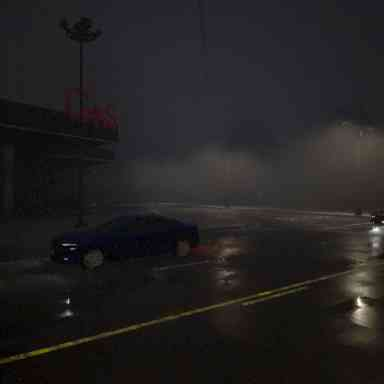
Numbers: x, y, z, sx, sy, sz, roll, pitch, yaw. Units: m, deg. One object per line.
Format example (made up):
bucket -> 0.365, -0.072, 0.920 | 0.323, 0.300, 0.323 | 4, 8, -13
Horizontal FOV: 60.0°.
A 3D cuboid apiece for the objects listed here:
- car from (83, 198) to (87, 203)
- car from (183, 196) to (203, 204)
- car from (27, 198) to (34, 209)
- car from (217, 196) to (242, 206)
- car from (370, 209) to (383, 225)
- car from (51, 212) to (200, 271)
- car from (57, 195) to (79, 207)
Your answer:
car -> -24.031, 1.524, 68.222 | 4.674, 1.442, 1.812 | 0, 0, -36
car -> 0.210, 1.477, 64.980 | 1.882, 1.535, 5.008 | 0, 0, -36
car -> -22.029, 1.456, 43.590 | 1.970, 1.475, 3.806 | 0, 0, -35
car -> 6.291, 1.505, 56.564 | 1.837, 1.490, 4.892 | 0, 0, -36
car -> 14.503, 1.547, 23.004 | 5.357, 1.411, 2.033 | 0, 0, -36
car -> -2.032, 1.477, 11.152 | 5.008, 1.535, 1.882 | 0, 0, -36
car -> -17.819, 1.295, 47.573 | 2.242, 1.667, 4.611 | 0, 0, -35
